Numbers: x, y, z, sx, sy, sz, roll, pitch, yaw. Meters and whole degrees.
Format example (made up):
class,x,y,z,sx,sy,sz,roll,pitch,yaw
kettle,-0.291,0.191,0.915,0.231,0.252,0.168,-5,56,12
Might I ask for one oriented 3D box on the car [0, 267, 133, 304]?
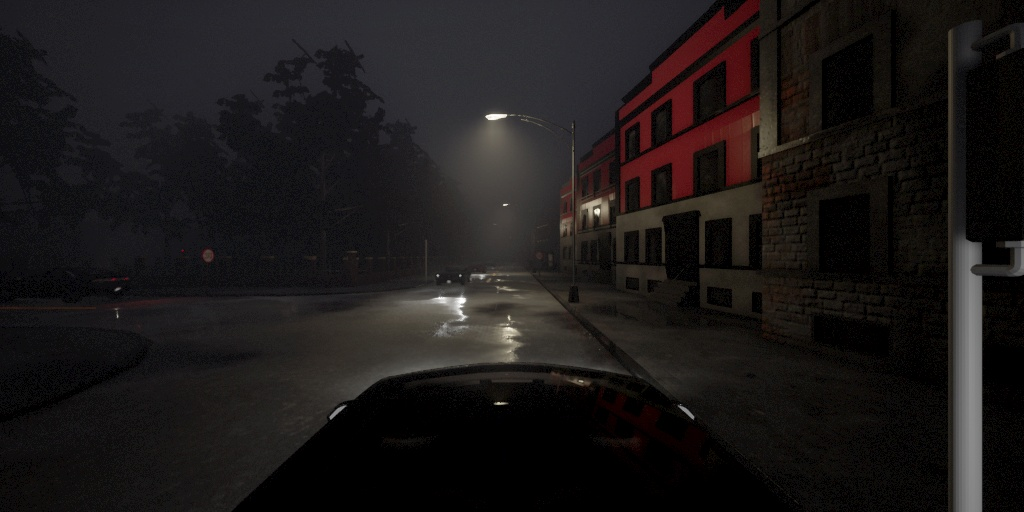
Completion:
class,x,y,z,sx,sy,sz,roll,pitch,yaw
car,-19.593,1.241,15.658,4.902,1.511,2.128,0,0,1

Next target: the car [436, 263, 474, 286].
class,x,y,z,sx,sy,sz,roll,pitch,yaw
car,-4.045,1.351,25.262,1.895,1.301,4.718,0,0,0

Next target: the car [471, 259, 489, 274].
class,x,y,z,sx,sy,sz,roll,pitch,yaw
car,-4.008,1.314,40.804,1.994,1.385,4.181,0,0,0

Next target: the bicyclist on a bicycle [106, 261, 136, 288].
class,x,y,z,sx,sy,sz,roll,pitch,yaw
bicyclist on a bicycle,-21.808,1.099,19.947,0.582,1.620,1.656,0,0,0

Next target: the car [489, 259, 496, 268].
class,x,y,z,sx,sy,sz,roll,pitch,yaw
car,-3.859,1.297,63.305,2.033,1.411,5.357,0,0,0
